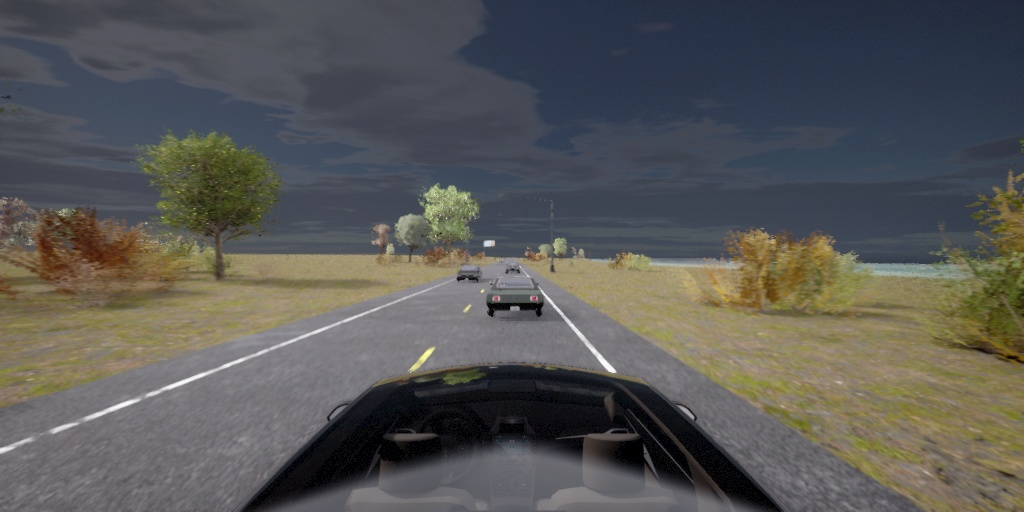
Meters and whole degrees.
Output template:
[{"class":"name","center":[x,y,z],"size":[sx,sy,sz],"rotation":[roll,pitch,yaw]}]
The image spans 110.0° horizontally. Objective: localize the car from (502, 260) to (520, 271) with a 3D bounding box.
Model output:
[{"class":"car","center":[0.108,1.500,48.230],"size":[2.033,1.411,5.357],"rotation":[0,0,0]}]

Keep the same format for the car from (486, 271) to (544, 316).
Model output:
[{"class":"car","center":[0.102,1.406,13.728],"size":[1.895,1.301,4.718],"rotation":[0,0,0]}]

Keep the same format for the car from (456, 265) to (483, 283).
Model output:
[{"class":"car","center":[-3.496,1.426,30.362],"size":[2.033,1.411,5.357],"rotation":[0,0,0]}]
